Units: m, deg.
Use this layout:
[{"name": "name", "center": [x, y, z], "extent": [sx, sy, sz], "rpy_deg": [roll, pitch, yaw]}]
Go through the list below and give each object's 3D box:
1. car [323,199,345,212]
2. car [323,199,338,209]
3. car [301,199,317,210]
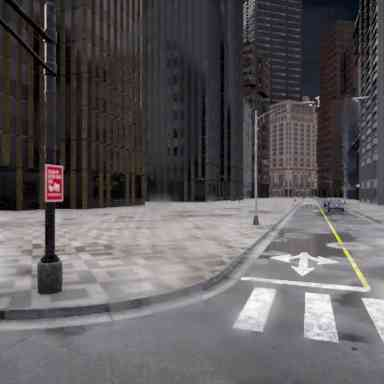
[{"name": "car", "center": [17.552, 1.663, 40.756], "extent": [2.033, 1.411, 5.357], "rpy_deg": [0, 0, 20]}, {"name": "car", "center": [21.049, 1.744, 50.606], "extent": [1.895, 1.301, 4.718], "rpy_deg": [0, 0, 20]}, {"name": "car", "center": [16.249, 1.649, 46.097], "extent": [1.812, 1.442, 4.674], "rpy_deg": [0, 0, 20]}]
